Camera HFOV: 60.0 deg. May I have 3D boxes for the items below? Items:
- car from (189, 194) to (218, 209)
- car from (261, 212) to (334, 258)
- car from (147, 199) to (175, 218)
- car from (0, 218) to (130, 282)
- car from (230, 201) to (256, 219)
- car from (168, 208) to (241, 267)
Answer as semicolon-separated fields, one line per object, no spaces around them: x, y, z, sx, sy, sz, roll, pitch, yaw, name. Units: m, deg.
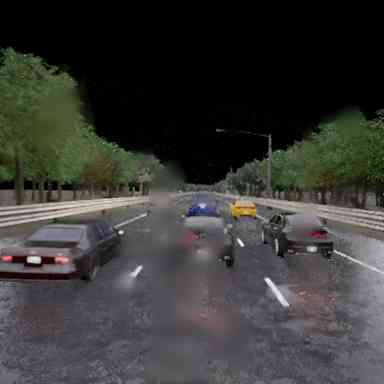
0.903;1.181;27.066;2.150;2.045;5.566;1;0;2;car
3.935;1.551;13.043;1.837;1.490;4.892;1;1;2;car
-2.560;1.382;28.203;2.128;1.511;4.902;1;0;2;car
-3.214;1.466;9.489;2.033;1.411;5.357;1;0;2;car
4.492;1.498;29.500;1.882;1.535;5.008;1;0;2;car
0.375;1.481;11.406;1.837;1.490;4.892;1;-1;1;car
